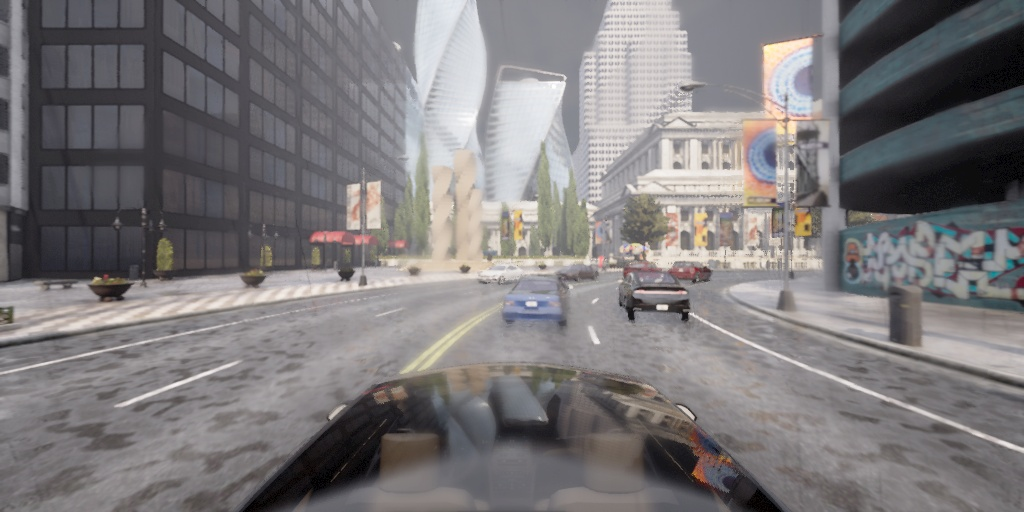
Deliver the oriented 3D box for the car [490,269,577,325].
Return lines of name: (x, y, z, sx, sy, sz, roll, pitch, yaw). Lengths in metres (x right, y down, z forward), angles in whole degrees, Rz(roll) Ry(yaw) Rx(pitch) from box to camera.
car: (0.997, 1.321, 11.942, 2.033, 1.411, 5.357, 0, 0, 11)

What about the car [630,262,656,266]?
car: (11.456, 1.300, 31.012, 1.882, 1.535, 5.008, -1, -1, 44)

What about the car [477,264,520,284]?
car: (-0.721, 1.333, 26.882, 1.812, 1.442, 4.674, 0, 0, 31)

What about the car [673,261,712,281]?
car: (14.548, 1.171, 29.115, 4.553, 1.767, 2.097, 0, 0, -45)

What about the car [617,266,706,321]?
car: (4.852, 1.270, 12.681, 2.128, 1.511, 4.902, 0, 0, 13)

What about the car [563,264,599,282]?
car: (5.469, 1.365, 29.993, 2.033, 1.411, 5.357, 0, 0, 38)
